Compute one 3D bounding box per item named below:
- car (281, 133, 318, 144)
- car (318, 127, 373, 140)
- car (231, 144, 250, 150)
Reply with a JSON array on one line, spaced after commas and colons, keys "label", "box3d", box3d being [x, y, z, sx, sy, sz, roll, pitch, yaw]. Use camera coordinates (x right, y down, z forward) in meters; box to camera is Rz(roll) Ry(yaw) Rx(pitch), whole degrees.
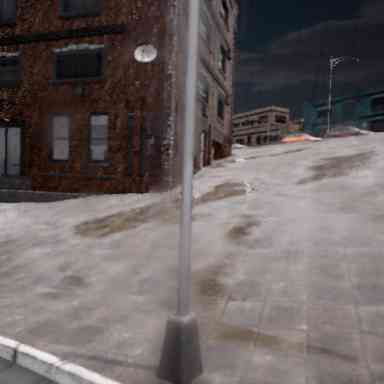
[{"label": "car", "box3d": [11.646, -5.404, 35.276, 2.185, 1.767, 4.553, 1, 2, -30]}, {"label": "car", "box3d": [14.429, -5.185, 30.514, 2.185, 1.767, 4.553, 1, 2, -30]}, {"label": "car", "box3d": [6.085, -5.702, 44.783, 2.231, 1.521, 4.892, 1, 2, -30]}]
